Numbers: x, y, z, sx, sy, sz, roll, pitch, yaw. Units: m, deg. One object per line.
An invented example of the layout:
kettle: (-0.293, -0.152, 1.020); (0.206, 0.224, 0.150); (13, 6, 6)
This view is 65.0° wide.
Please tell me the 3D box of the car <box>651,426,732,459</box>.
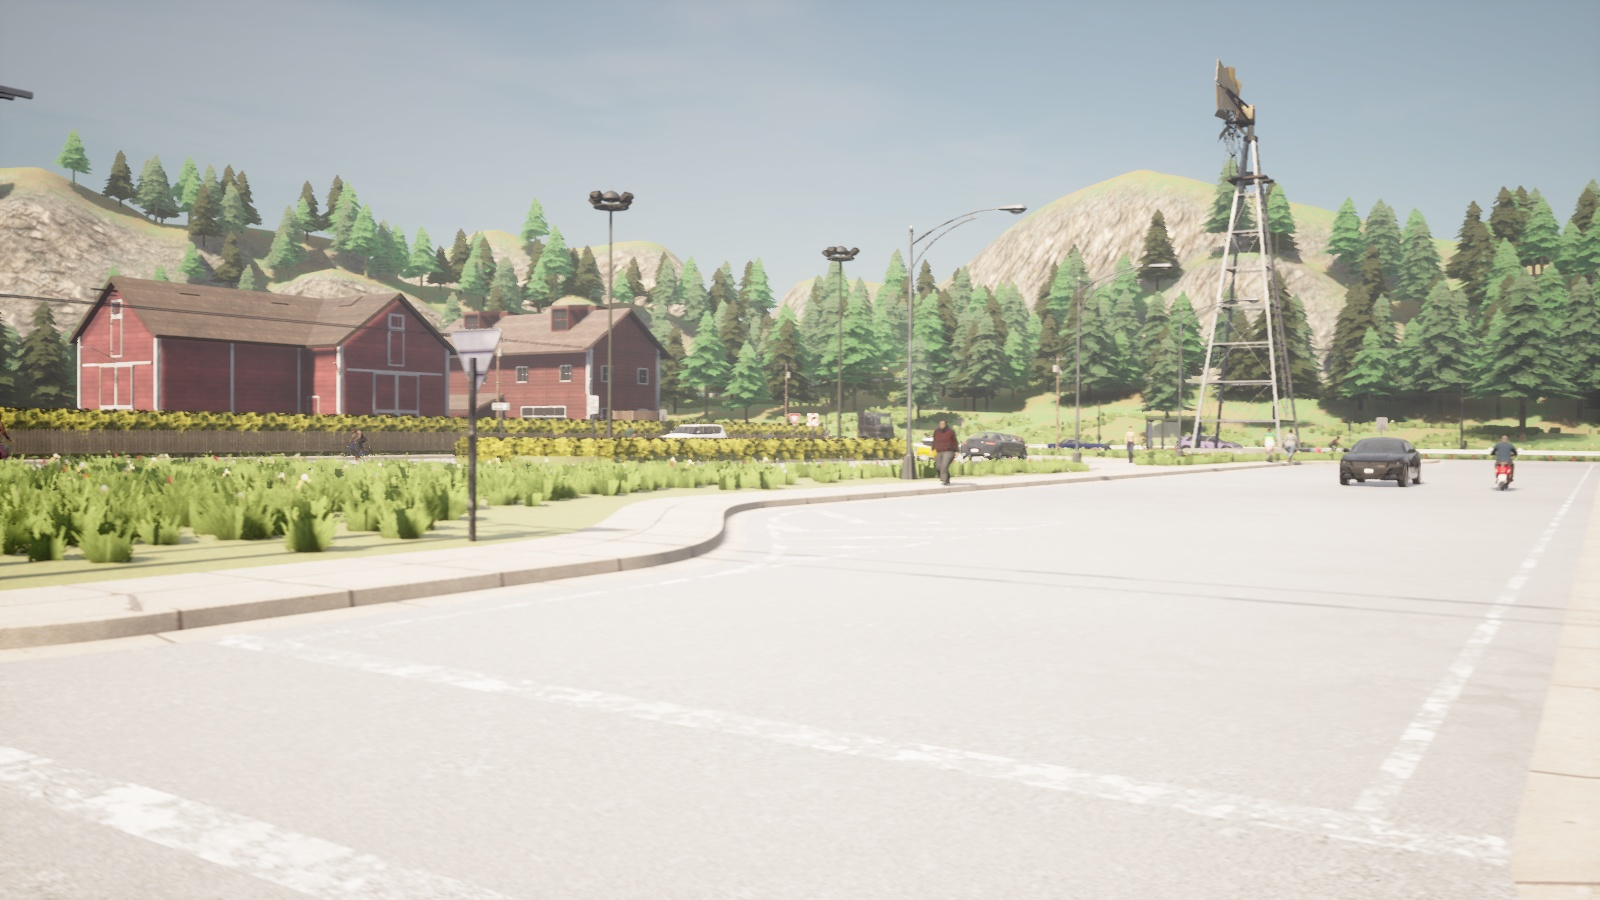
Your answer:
car: (-6.847, -0.516, 80.083); (2.150, 2.045, 5.566); (0, 1, 33)

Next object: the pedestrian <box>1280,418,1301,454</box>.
pedestrian: (25.836, -0.731, 66.170); (0.874, 1.855, 0.900); (0, 1, 34)

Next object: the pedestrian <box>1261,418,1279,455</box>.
pedestrian: (24.410, -0.704, 65.220); (0.659, 1.952, 0.873); (0, 1, 37)

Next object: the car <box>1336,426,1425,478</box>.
car: (18.398, 0.009, 39.667); (1.882, 1.535, 5.008); (0, 1, 33)

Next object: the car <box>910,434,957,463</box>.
car: (6.723, -0.096, 62.923); (1.481, 1.376, 2.207); (0, 1, 33)

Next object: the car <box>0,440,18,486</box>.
car: (-28.333, 0.459, 41.674); (1.789, 1.549, 3.705); (0, 1, 44)

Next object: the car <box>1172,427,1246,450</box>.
car: (30.060, -0.838, 92.340); (4.856, 1.649, 2.033); (0, 1, 34)

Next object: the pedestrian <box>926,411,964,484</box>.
pedestrian: (3.746, -0.069, 32.309); (0.634, 1.844, 0.899); (0, 1, 32)

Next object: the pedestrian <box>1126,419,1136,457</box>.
pedestrian: (16.147, -0.573, 61.237); (0.345, 1.836, 0.594); (0, 1, 24)

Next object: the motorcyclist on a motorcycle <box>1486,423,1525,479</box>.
motorcyclist on a motorcycle: (20.501, 0.005, 36.468); (0.866, 1.590, 1.817); (0, 1, 33)

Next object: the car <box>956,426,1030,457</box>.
car: (10.678, -0.491, 69.021); (2.152, 1.651, 5.027); (0, 1, 33)
